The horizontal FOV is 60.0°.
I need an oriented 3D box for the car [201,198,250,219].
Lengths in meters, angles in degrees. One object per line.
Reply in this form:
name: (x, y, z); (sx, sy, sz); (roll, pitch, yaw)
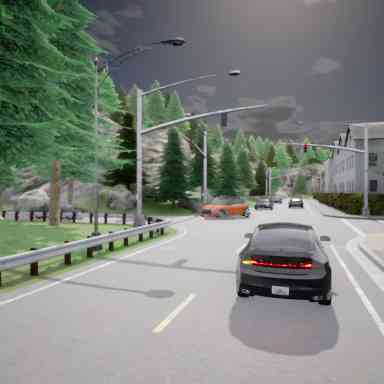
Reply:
car: (2.909, 1.354, 28.718); (4.553, 1.767, 2.097); (0, 0, -39)

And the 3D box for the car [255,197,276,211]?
car: (9.071, 1.563, 41.572); (1.994, 1.385, 4.181); (0, 0, 18)

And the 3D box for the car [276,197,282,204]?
car: (15.848, 1.564, 62.482); (1.994, 1.385, 4.181); (0, 0, 18)

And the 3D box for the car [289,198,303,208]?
car: (15.525, 1.563, 49.616); (1.994, 1.385, 4.181); (0, 0, 18)

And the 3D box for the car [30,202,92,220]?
car: (-11.016, 1.562, 27.819); (5.357, 1.411, 2.033); (0, 0, 18)

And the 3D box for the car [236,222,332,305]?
car: (2.299, 1.505, 8.222); (1.837, 1.490, 4.892); (0, 0, 18)
